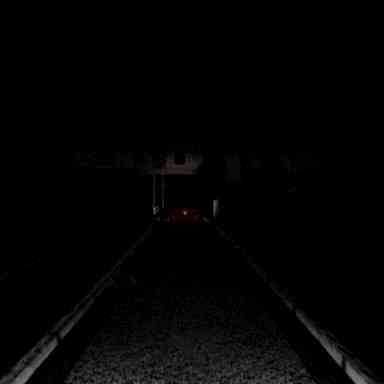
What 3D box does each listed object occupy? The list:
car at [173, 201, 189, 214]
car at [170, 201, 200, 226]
[{"bbox_3d":[-1.446,1.969,42.517,1.882,1.535,5.008,0,-2,-3],"label":"car"},{"bbox_3d":[-0.574,1.462,24.573,2.097,1.767,4.553,0,-1,-2],"label":"car"}]
